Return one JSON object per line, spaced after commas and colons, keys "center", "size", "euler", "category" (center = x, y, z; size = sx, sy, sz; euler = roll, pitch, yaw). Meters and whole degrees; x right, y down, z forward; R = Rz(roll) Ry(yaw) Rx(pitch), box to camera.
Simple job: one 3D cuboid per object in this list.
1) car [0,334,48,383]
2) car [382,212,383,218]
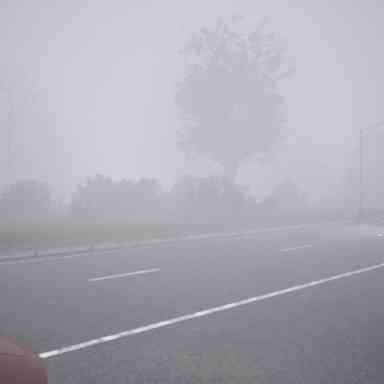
{"center": [-3.285, 1.480, 1.413], "size": [5.008, 1.535, 1.882], "euler": [0, 0, -35], "category": "car"}
{"center": [15.568, 1.581, 23.698], "size": [4.718, 1.301, 1.895], "euler": [0, 0, -35], "category": "car"}
